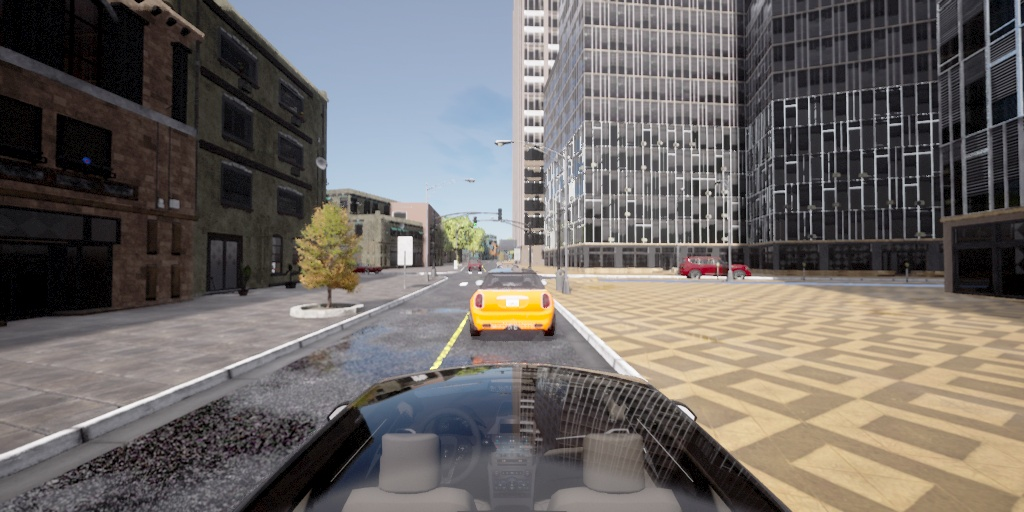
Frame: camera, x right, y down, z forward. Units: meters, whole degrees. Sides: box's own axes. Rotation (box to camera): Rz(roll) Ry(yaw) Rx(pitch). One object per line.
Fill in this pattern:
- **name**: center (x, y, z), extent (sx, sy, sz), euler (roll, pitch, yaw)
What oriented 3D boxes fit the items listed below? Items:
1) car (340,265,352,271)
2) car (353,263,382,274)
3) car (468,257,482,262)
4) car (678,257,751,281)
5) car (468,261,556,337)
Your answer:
- **car**: center (-20.608, 1.407, 40.020), extent (4.313, 1.339, 1.948), euler (0, 0, 18)
- **car**: center (-17.536, 1.479, 41.632), extent (4.718, 1.301, 1.895), euler (0, -1, 18)
- **car**: center (-5.507, 1.361, 53.247), extent (1.882, 1.535, 5.008), euler (0, 0, -6)
- **car**: center (15.729, 1.001, 28.154), extent (5.009, 1.841, 2.192), euler (0, 0, 18)
- **car**: center (-0.012, 1.125, 10.510), extent (2.097, 1.767, 4.553), euler (0, 0, -1)
